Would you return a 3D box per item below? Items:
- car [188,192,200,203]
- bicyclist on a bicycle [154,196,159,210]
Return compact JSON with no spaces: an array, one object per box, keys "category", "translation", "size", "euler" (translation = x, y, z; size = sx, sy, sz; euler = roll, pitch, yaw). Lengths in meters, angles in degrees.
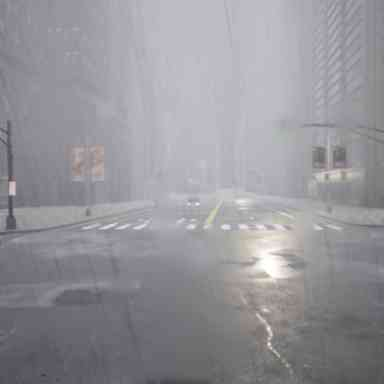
[{"category":"car","translation":[0.468,1.169,62.928],"size":[1.882,1.535,5.008],"euler":[0,0,6]},{"category":"bicyclist on a bicycle","translation":[-4.267,1.291,40.017],"size":[0.582,1.620,1.656],"euler":[0,1,6]}]
